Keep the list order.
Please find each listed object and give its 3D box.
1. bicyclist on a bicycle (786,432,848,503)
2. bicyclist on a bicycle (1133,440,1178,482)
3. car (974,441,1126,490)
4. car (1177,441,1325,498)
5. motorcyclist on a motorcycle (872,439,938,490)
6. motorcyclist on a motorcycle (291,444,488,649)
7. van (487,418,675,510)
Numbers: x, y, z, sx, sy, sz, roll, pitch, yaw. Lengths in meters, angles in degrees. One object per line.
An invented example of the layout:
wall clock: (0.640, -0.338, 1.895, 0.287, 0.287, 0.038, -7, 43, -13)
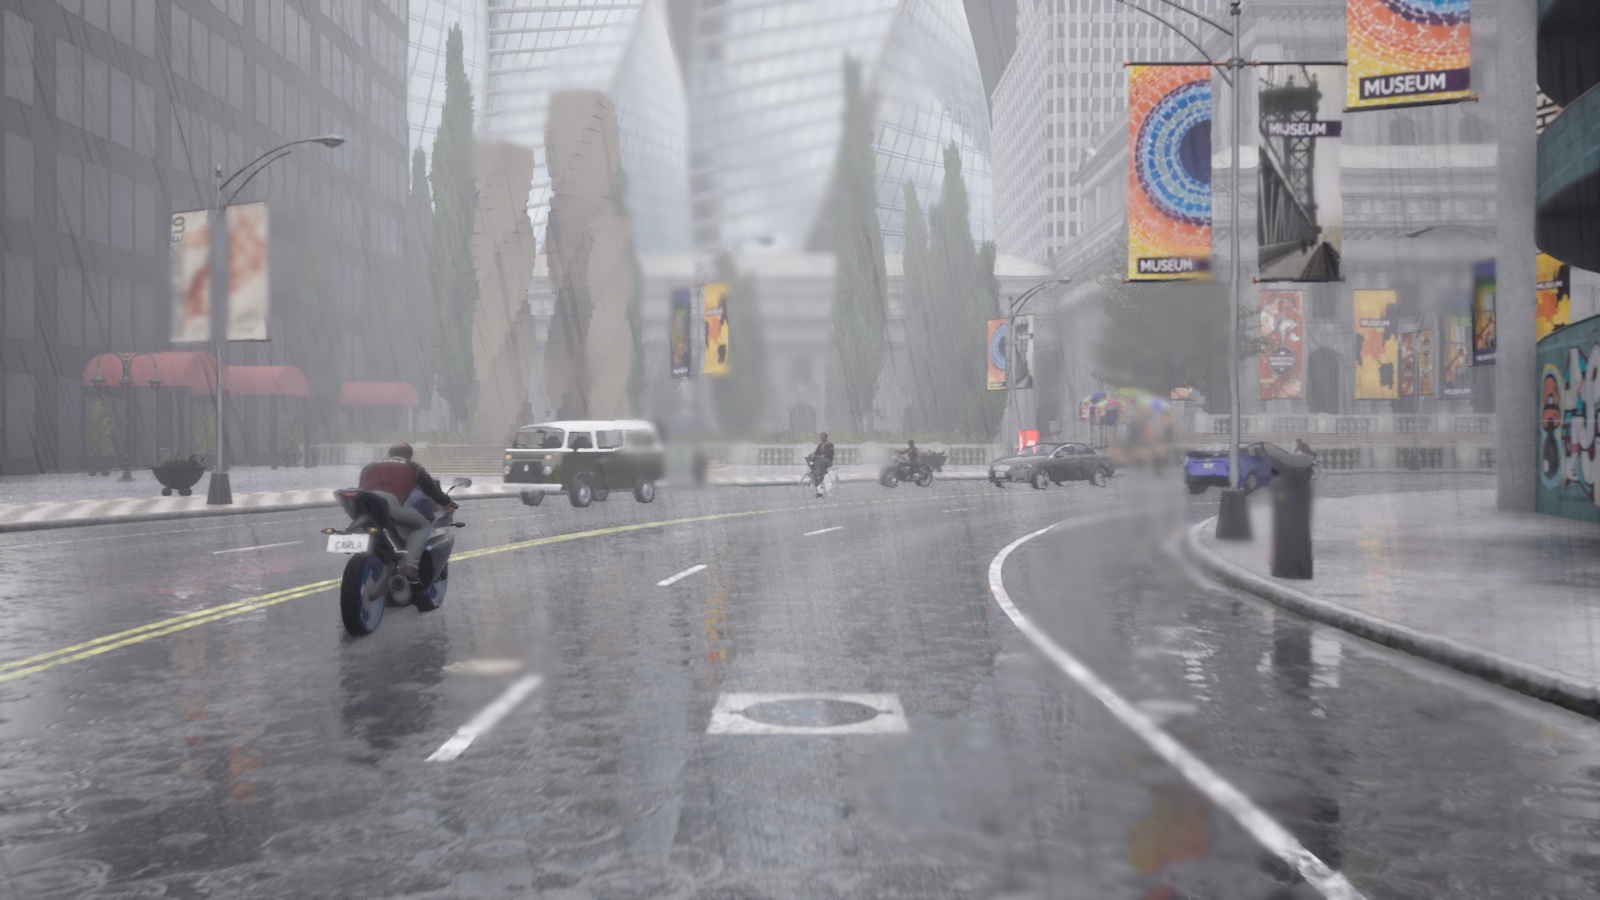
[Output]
bicyclist on a bicycle: (0.462, 0.434, 32.526, 0.659, 1.776, 1.843, 1, 0, 35)
bicyclist on a bicycle: (13.817, 0.419, 48.804, 1.509, 1.612, 0.866, 0, 1, -27)
car: (8.194, 0.478, 40.966, 4.902, 1.511, 2.128, 0, 0, -38)
car: (12.861, 0.502, 35.724, 4.514, 1.525, 2.007, 0, 0, -41)
motorcyclist on a motorcycle: (3.485, 0.466, 41.486, 2.350, 1.649, 0.766, 0, 1, -43)
motorcyclist on a motorcycle: (-3.350, 0.720, 10.511, 0.866, 1.530, 2.191, 0, 0, 2)
van: (-5.140, 0.296, 30.103, 2.069, 2.038, 4.480, 0, 0, 29)
